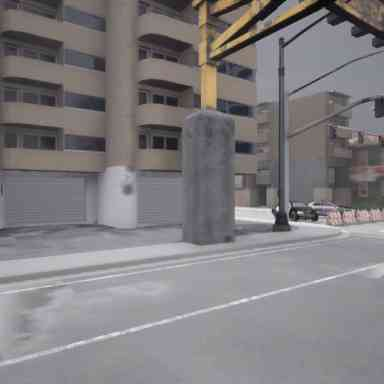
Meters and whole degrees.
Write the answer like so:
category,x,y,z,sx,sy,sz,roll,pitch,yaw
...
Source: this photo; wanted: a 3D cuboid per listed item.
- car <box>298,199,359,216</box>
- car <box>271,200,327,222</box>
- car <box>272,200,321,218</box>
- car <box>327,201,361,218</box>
category,x,y,z,sx,sy,sz,roll,pitch,yaw
car,11.714,1.294,28.589,4.536,1.218,1.853,0,0,34
car,8.183,1.452,26.409,2.038,1.542,4.974,0,0,-11
car,8.173,1.295,26.460,1.853,1.218,4.536,0,0,-11
car,11.757,1.452,28.560,4.974,1.542,2.038,0,0,34
